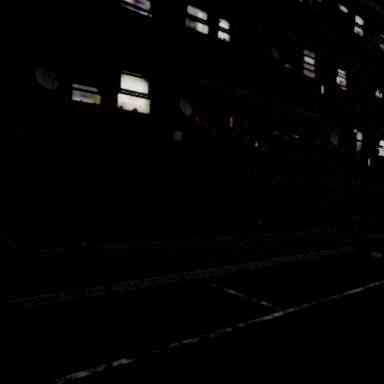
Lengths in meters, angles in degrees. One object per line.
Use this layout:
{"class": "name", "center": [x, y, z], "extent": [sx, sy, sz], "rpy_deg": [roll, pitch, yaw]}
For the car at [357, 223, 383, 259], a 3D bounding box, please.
{"class": "car", "center": [7.802, 1.710, 12.121], "extent": [4.313, 1.339, 1.947], "rpy_deg": [1, 0, -36]}
